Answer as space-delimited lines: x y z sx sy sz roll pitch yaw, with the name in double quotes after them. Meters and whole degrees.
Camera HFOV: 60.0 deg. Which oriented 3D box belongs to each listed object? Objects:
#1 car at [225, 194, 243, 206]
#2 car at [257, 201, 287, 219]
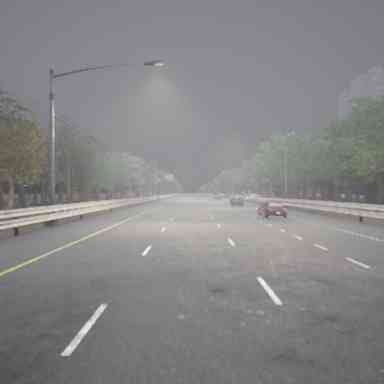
7.161 1.524 54.216 2.128 1.511 4.902 0 0 0 "car"
7.057 1.547 29.431 1.812 1.442 4.674 0 0 0 "car"
